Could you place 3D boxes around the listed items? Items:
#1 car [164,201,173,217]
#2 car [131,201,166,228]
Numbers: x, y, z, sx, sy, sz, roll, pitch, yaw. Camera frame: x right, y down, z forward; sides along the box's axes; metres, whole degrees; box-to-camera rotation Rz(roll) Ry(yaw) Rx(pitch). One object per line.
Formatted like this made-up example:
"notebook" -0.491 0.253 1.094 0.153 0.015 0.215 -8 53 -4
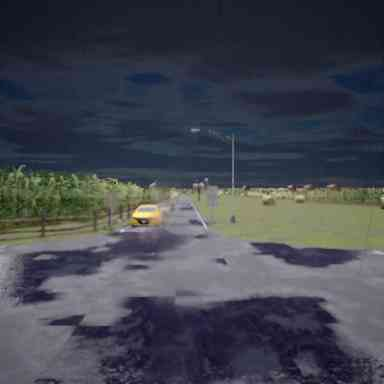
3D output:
"car" -3.431 1.951 36.541 1.895 1.301 4.718 0 -1 -1
"car" -3.243 1.716 24.638 1.882 1.535 5.008 0 -1 -1
